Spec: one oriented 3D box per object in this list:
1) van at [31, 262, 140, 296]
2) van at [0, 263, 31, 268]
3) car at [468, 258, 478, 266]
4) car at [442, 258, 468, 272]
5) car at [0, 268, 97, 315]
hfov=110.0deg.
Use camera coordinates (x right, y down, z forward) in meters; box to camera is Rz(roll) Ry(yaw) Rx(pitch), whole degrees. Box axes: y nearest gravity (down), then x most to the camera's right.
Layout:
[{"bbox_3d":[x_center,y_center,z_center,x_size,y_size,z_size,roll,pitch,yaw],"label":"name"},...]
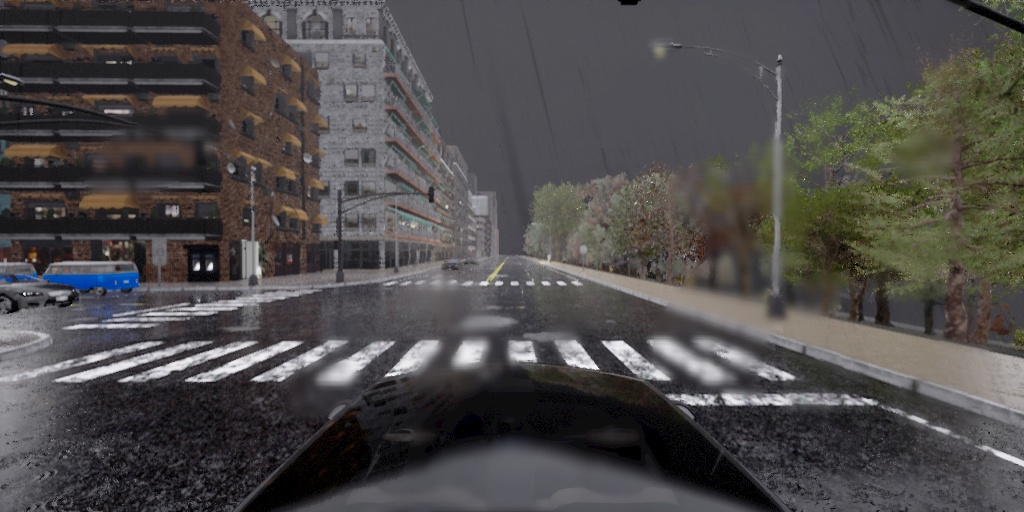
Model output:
[{"bbox_3d":[-22.759,1.200,19.430,3.998,1.789,1.690,0,0,-1],"label":"van"},{"bbox_3d":[-28.360,1.274,19.341,3.998,1.789,1.690,0,0,-1],"label":"van"},{"bbox_3d":[-6.629,0.898,58.066,1.895,1.301,4.718,0,1,0],"label":"car"},{"bbox_3d":[-6.595,0.997,40.599,2.033,1.411,5.357,0,1,0],"label":"car"},{"bbox_3d":[-19.689,1.379,13.685,4.902,1.511,2.128,0,1,-1],"label":"car"}]
